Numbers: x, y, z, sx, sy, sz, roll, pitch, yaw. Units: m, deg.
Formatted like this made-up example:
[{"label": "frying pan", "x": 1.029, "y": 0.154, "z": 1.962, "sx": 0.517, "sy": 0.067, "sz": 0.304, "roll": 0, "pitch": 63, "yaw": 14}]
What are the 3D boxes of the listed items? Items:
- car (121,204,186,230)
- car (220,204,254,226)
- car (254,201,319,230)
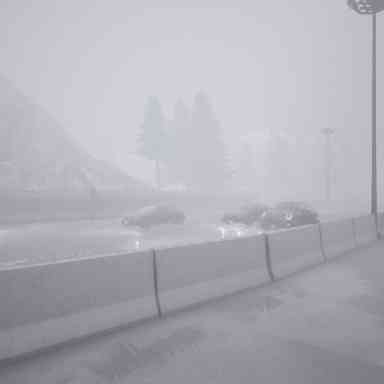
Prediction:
[{"label": "car", "x": -2.355, "y": 1.526, "z": 21.481, "sx": 1.812, "sy": 1.442, "sz": 4.674, "roll": 0, "pitch": 0, "yaw": 42}, {"label": "car", "x": 4.255, "y": 1.547, "z": 23.665, "sx": 2.033, "sy": 1.411, "sz": 5.357, "roll": 0, "pitch": 0, "yaw": 41}, {"label": "car", "x": 6.033, "y": 1.351, "z": 20.390, "sx": 2.097, "sy": 1.767, "sz": 4.553, "roll": 0, "pitch": 0, "yaw": 42}]
